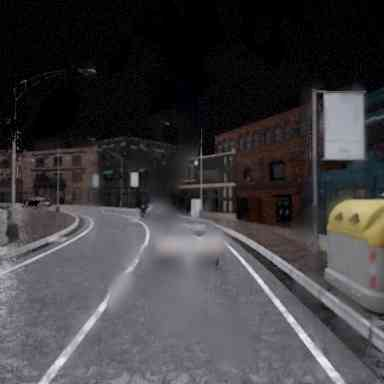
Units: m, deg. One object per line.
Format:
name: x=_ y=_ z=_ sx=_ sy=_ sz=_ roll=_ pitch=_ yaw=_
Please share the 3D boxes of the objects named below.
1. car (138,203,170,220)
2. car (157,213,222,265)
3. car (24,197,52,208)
car: x=-3.300 y=1.620 z=28.557 sx=1.994 sy=1.385 sz=4.181 roll=1 pitch=0 yaw=-20
car: x=-0.161 y=1.623 z=11.692 sx=1.895 sy=1.301 sz=4.718 roll=0 pitch=0 yaw=-3
car: x=-21.521 y=1.420 z=46.481 sx=4.902 sy=1.511 sz=2.128 roll=1 pitch=-1 yaw=35
